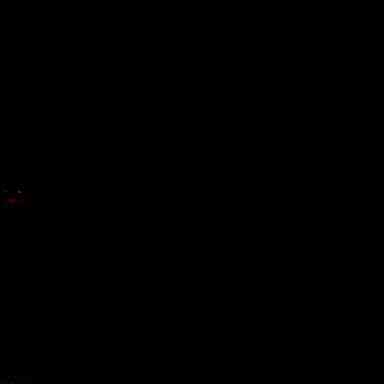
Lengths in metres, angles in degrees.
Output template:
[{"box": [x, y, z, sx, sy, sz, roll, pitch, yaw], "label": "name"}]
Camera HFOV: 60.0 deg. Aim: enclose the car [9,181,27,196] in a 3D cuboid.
[{"box": [-17.892, -0.429, 34.958, 1.812, 1.442, 4.674, 4, 4, -23], "label": "car"}]
